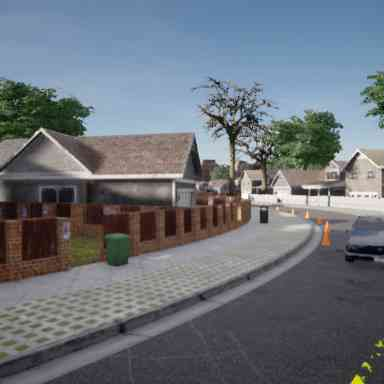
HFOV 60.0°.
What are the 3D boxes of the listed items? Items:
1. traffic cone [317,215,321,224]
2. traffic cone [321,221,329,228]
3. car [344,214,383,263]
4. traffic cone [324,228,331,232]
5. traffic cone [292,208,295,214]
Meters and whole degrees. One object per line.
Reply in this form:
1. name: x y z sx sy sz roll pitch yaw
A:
1. traffic cone: 8.785 1.882 22.887 0.340 0.580 0.340 0 0 13
2. traffic cone: 7.472 1.904 18.362 0.340 0.580 0.340 0 0 19
3. car: 6.531 1.518 11.650 2.033 1.411 5.357 0 0 29
4. traffic cone: 5.648 1.923 14.018 0.340 0.580 0.340 0 0 26
5. traffic cone: 9.812 1.845 32.239 0.340 0.580 0.340 0 0 0
